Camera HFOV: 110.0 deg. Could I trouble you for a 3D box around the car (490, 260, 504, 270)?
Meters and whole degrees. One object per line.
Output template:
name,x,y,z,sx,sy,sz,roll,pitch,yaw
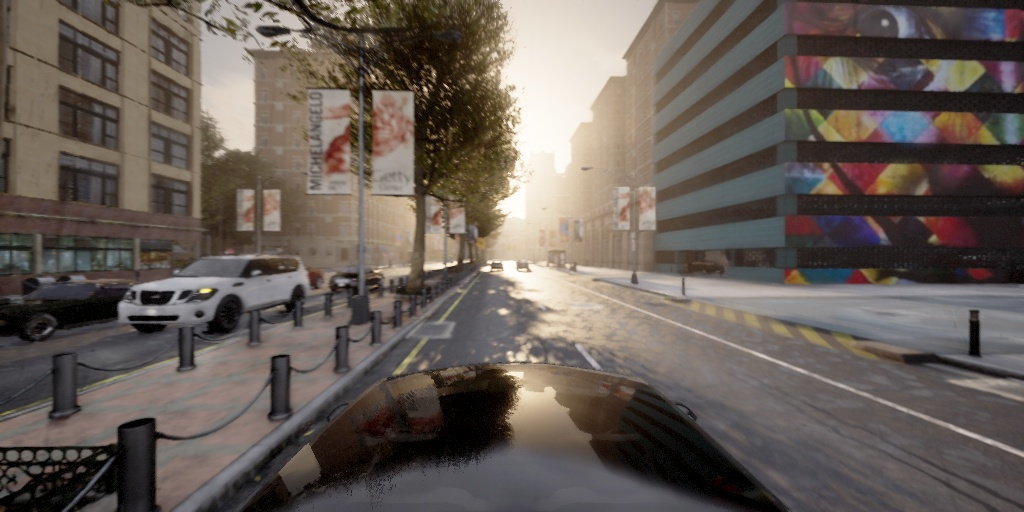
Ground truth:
car,-2.093,1.295,50.687,1.994,1.385,4.181,0,0,-2

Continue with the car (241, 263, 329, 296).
car,-12.404,1.211,20.058,1.882,1.535,5.008,0,0,-2

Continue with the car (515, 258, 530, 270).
car,1.414,1.260,50.403,1.812,1.442,4.674,0,0,-3

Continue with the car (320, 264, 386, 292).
car,-8.940,1.227,21.072,2.128,1.511,4.902,0,0,-2

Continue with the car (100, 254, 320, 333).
car,-8.530,0.961,11.131,2.150,2.045,5.566,0,0,-2

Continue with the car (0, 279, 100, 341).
car,-11.981,1.338,9.899,1.895,1.301,4.718,0,0,-2
